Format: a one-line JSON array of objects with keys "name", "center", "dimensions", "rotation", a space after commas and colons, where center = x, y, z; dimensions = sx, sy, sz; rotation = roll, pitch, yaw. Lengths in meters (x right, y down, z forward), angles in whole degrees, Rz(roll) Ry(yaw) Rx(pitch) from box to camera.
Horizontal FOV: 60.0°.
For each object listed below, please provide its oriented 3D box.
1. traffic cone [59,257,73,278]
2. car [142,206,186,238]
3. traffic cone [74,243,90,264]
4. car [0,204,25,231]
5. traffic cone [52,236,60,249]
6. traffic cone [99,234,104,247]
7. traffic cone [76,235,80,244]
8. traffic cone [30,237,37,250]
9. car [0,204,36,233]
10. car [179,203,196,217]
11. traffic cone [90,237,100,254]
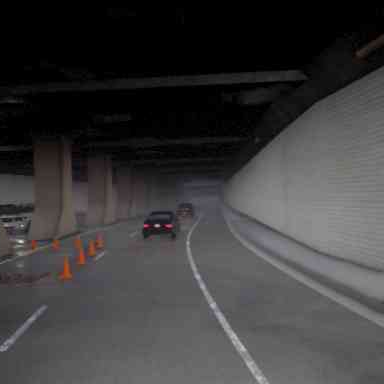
[{"name": "traffic cone", "center": [-3.690, 2.191, 9.740], "dimensions": [0.340, 0.580, 0.340], "rotation": [-2, -1, -6]}, {"name": "car", "center": [-1.734, 1.854, 19.974], "dimensions": [2.033, 1.411, 5.357], "rotation": [-2, -1, 2]}, {"name": "traffic cone", "center": [-3.907, 2.223, 11.727], "dimensions": [0.340, 0.580, 0.340], "rotation": [-2, -1, -6]}, {"name": "car", "center": [-15.662, 2.019, 25.952], "dimensions": [2.150, 2.045, 5.566], "rotation": [-2, -1, 3]}, {"name": "traffic cone", "center": [-6.330, 2.342, 15.485], "dimensions": [0.340, 0.580, 0.340], "rotation": [-2, -1, -6]}, {"name": "traffic cone", "center": [-4.343, 2.286, 15.703], "dimensions": [0.340, 0.580, 0.340], "rotation": [-2, -1, -6]}, {"name": "traffic cone", "center": [-5.336, 2.314, 15.594], "dimensions": [0.340, 0.580, 0.340], "rotation": [-2, -1, -6]}, {"name": "traffic cone", "center": [-7.323, 2.371, 15.375], "dimensions": [0.340, 0.580, 0.340], "rotation": [-2, -1, -6]}, {"name": "car", "center": [-12.211, 1.904, 24.991], "dimensions": [2.150, 2.045, 5.566], "rotation": [-2, -1, 3]}, {"name": "car", "center": [-0.652, 2.005, 37.570], "dimensions": [1.837, 1.490, 4.892], "rotation": [-2, 0, 4]}, {"name": "traffic cone", "center": [-4.125, 2.254, 13.715], "dimensions": [0.340, 0.580, 0.340], "rotation": [-2, -1, -6]}]
